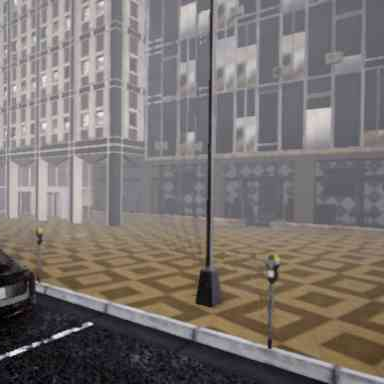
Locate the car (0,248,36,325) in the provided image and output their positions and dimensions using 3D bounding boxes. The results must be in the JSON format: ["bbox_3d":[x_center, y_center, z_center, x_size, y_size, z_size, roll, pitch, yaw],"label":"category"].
[{"bbox_3d":[-4.619,1.573,6.143,4.313,1.339,1.947,0,1,35],"label":"car"}]
